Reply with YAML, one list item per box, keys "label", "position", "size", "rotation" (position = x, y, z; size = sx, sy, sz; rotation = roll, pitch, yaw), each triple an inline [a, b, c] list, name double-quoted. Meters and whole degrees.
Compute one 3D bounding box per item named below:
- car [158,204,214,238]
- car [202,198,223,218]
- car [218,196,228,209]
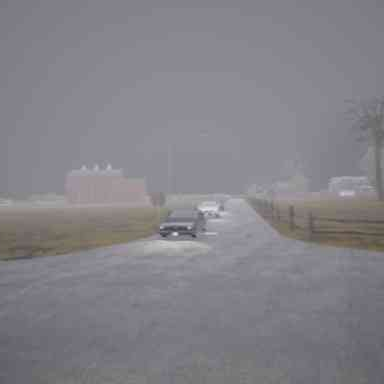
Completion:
- label: "car"
  position: [-0.304, 1.600, 18.307]
  size: [2.033, 1.411, 5.357]
  rotation: [-1, 0, 11]
- label: "car"
  position: [1.585, 1.589, 30.708]
  size: [1.812, 1.442, 4.674]
  rotation: [-1, 0, 7]
- label: "car"
  position: [3.215, 1.573, 43.114]
  size: [2.128, 1.511, 4.902]
  rotation: [-1, 0, 8]
